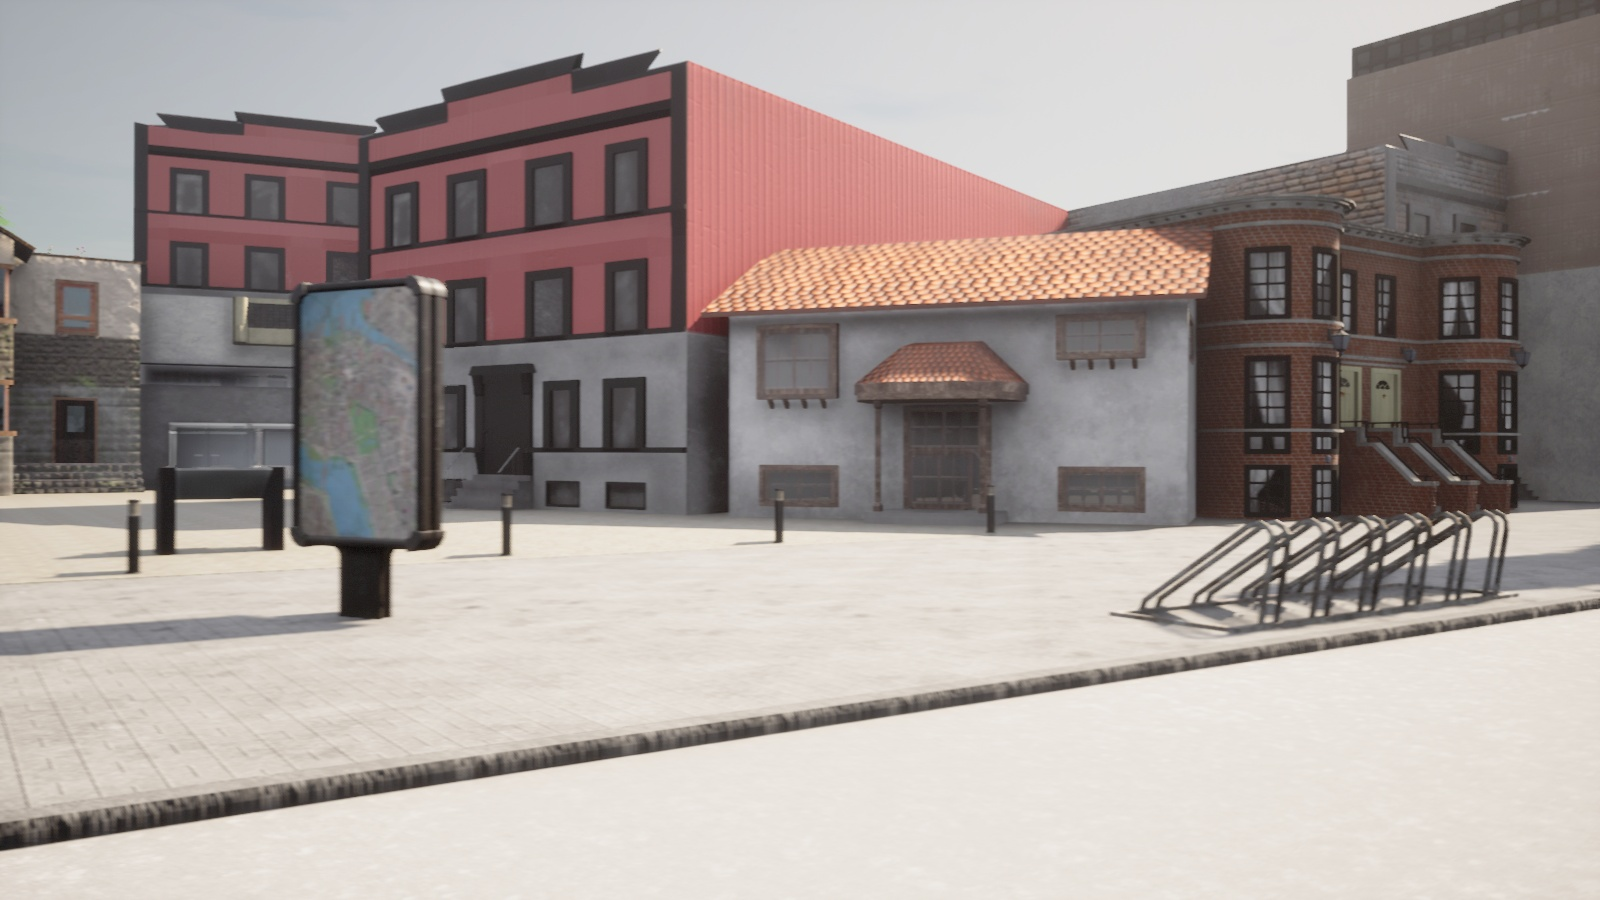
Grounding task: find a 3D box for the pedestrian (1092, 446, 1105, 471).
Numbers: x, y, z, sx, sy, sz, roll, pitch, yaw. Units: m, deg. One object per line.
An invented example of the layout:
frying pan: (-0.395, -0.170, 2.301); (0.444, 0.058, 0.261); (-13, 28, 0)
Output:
pedestrian: (21.874, 0.626, 91.996); (0.328, 1.805, 0.869); (0, 0, -35)
